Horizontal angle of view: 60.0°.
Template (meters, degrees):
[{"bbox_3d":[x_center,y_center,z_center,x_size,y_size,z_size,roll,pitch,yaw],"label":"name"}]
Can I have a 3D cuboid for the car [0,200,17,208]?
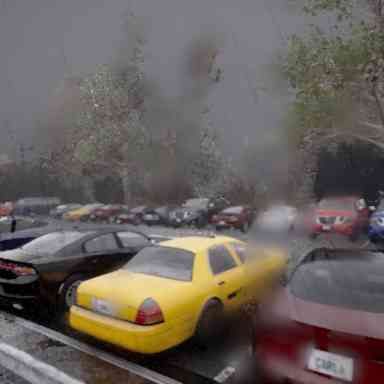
[{"bbox_3d":[-11.183,1.386,14.475,2.435,2.045,5.566,-1,0,35],"label":"car"}]

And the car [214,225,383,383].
[{"bbox_3d":[2.521,1.505,4.726,2.163,1.488,4.792,-1,0,35],"label":"car"}]

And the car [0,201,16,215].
[{"bbox_3d":[-24.129,1.948,39.737,2.097,1.535,5.008,-1,-1,36],"label":"car"}]

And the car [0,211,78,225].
[{"bbox_3d":[-6.647,1.606,11.177,2.163,1.488,4.792,-1,0,35],"label":"car"}]

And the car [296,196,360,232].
[{"bbox_3d":[7.602,1.249,17.092,2.435,2.045,5.566,-1,0,35],"label":"car"}]

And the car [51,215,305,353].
[{"bbox_3d":[0.328,1.495,6.478,1.946,1.575,5.366,-1,0,35],"label":"car"}]

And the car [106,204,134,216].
[{"bbox_3d":[-3.740,1.669,25.161,2.163,1.488,4.792,-1,0,35],"label":"car"}]

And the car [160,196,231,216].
[{"bbox_3d":[0.795,1.327,21.936,2.435,2.045,5.566,-1,0,35],"label":"car"}]

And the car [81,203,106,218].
[{"bbox_3d":[-5.995,1.670,26.796,2.097,1.535,5.008,-1,0,35],"label":"car"}]

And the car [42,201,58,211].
[{"bbox_3d":[-10.532,1.773,30.029,2.002,1.452,4.674,-1,0,35],"label":"car"}]

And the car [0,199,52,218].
[{"bbox_3d":[-17.352,1.705,34.854,2.185,1.767,4.553,-1,-1,35],"label":"car"}]

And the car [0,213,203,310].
[{"bbox_3d":[-2.064,1.522,7.946,2.097,1.535,5.008,-1,0,35],"label":"car"}]

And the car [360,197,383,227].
[{"bbox_3d":[9.771,1.228,15.549,2.435,2.045,5.566,-1,0,35],"label":"car"}]

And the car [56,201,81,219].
[{"bbox_3d":[-8.370,1.699,28.265,1.946,1.575,5.366,-1,0,35],"label":"car"}]

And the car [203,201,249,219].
[{"bbox_3d":[3.081,1.551,20.338,2.097,1.535,5.008,-1,0,35],"label":"car"}]

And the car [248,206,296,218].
[{"bbox_3d":[5.251,1.566,18.797,2.002,1.452,4.674,-1,0,35],"label":"car"}]

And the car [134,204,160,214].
[{"bbox_3d":[-1.437,1.637,23.594,2.163,1.488,4.792,-1,0,35],"label":"car"}]

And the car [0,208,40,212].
[{"bbox_3d":[-8.912,1.607,12.820,2.231,1.521,4.892,-1,0,36],"label":"car"}]

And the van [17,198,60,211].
[{"bbox_3d":[-15.003,1.570,33.360,1.878,1.987,4.442,-1,-1,35],"label":"van"}]

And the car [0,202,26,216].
[{"bbox_3d":[-21.862,1.946,38.114,2.002,1.452,4.674,-1,-1,36],"label":"car"}]
